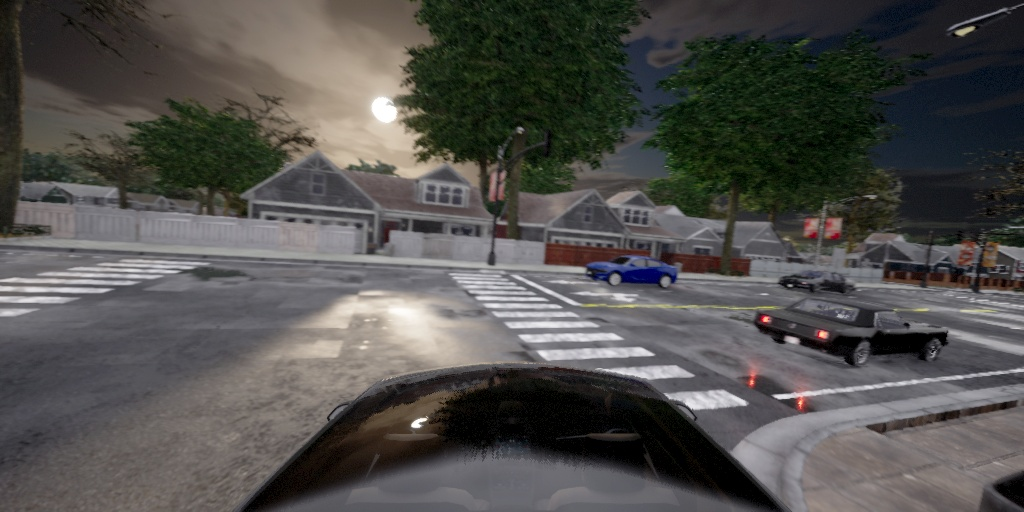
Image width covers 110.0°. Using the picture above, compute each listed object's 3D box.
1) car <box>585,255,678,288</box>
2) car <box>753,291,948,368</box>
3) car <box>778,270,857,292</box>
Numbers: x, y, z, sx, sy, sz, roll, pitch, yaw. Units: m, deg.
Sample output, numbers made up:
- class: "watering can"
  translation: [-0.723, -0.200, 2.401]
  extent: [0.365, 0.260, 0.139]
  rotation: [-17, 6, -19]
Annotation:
- class: "car"
  translation: [6.201, 0.711, 18.616]
  extent: [5.008, 1.535, 1.882]
  rotation: [4, 5, -20]
- class: "car"
  translation: [8.636, 1.806, 9.093]
  extent: [4.718, 1.301, 1.895]
  rotation: [4, 5, -20]
- class: "car"
  translation: [20.257, 1.661, 23.691]
  extent: [5.357, 1.411, 2.033]
  rotation: [4, 5, -20]
